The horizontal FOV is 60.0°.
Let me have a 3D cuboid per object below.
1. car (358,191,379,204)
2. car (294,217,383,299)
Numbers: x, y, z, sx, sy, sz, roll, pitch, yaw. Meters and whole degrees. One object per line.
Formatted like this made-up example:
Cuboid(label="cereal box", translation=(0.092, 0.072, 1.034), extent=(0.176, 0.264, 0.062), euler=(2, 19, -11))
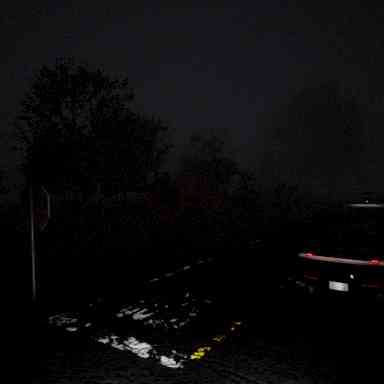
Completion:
Cuboid(label="car", translation=(20.637, 0.598, 38.685), extent=(2.033, 1.411, 5.357), euler=(0, 1, 33))
Cuboid(label="car", translation=(3.799, 1.329, 7.655), extent=(2.128, 1.511, 4.902), euler=(0, 1, 33))
